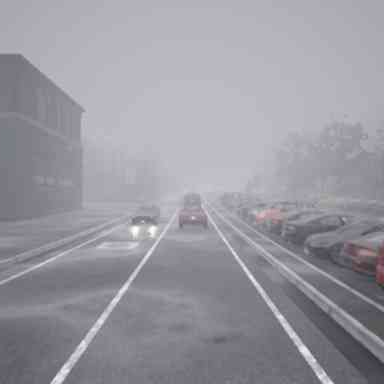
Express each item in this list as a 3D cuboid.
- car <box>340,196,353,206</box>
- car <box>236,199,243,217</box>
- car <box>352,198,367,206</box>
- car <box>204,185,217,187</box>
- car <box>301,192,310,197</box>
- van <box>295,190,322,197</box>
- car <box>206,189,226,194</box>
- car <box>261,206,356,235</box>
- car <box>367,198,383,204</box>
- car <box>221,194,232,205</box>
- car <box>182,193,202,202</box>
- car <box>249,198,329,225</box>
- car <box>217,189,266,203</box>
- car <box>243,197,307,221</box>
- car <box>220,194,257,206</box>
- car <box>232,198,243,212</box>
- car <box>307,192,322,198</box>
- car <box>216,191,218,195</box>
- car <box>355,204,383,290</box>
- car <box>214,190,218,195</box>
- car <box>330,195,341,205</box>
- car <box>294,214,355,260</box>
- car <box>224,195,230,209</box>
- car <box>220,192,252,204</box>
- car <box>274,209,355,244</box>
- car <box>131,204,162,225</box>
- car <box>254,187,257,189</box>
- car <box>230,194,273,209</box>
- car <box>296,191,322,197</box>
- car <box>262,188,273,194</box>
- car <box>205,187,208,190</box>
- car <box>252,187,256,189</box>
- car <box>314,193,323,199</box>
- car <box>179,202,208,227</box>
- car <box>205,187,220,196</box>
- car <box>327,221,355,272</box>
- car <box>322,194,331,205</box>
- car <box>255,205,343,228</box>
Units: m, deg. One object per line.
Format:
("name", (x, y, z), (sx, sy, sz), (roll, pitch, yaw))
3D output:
("car", (19.642, 1.470, 36.773), (5.008, 1.535, 2.097), (0, 1, 0))
("car", (6.542, 1.636, 28.312), (4.792, 1.488, 2.163), (0, 1, 0))
("car", (19.624, 1.523, 33.983), (5.008, 1.535, 2.097), (0, 1, 0))
("car", (6.657, -0.283, 91.517), (5.566, 2.045, 2.435), (0, 3, 0))
("car", (19.741, 1.094, 50.714), (4.674, 1.452, 2.002), (0, 2, 0))
("van", (19.646, 0.615, 56.159), (4.442, 1.987, 1.878), (-1, 2, 0))
("car", (6.830, -0.165, 94.301), (5.366, 1.575, 1.946), (0, 3, 0))
("car", (6.434, 1.659, 17.167), (5.008, 1.535, 2.097), (0, 0, 0))
("car", (19.605, 1.570, 31.066), (4.892, 1.521, 2.231), (0, 1, 0))
("car", (6.597, 1.344, 42.245), (4.892, 1.521, 2.231), (0, 2, 0))
("car", (0.023, 1.127, 40.634), (2.150, 2.045, 5.566), (0, 1, -1))
("car", (6.508, 1.525, 22.743), (4.553, 1.767, 2.185), (0, 0, 0))
("car", (6.649, 1.008, 45.025), (5.566, 2.045, 2.435), (0, 2, 0))
("car", (6.526, 1.508, 25.523), (4.553, 1.767, 2.185), (0, 0, 0))
("car", (6.634, 1.166, 47.826), (5.008, 1.535, 2.097), (0, 2, 0))
("car", (6.501, 1.602, 31.100), (4.792, 1.488, 2.163), (0, 1, 0))
("car", (19.748, 1.191, 47.803), (4.792, 1.488, 2.163), (0, 2, 0))
("car", (6.704, 0.984, 53.388), (4.792, 1.488, 2.163), (0, 2, 0))
("car", (6.396, 1.333, 6.025), (5.566, 2.045, 2.435), (0, -1, 0))
("car", (6.664, 0.874, 56.170), (4.792, 1.488, 2.163), (0, 2, 0))
("car", (19.636, 1.439, 39.564), (4.792, 1.488, 2.163), (0, 2, 0))
("car", (6.375, 1.665, 11.591), (4.792, 1.488, 2.163), (0, 0, 0))
("car", (6.556, 1.446, 39.468), (4.792, 1.488, 2.163), (0, 1, 0))
("car", (6.688, 0.938, 50.598), (4.553, 1.767, 2.185), (0, 2, 0))
("car", (6.417, 1.652, 14.378), (5.008, 1.535, 2.097), (0, 0, 0))
("car", (-3.375, 1.631, 25.567), (2.033, 1.411, 5.357), (0, 0, 0))
("car", (19.664, 0.126, 88.677), (4.792, 1.488, 2.163), (0, 3, 0))
("car", (6.517, 1.403, 33.884), (4.553, 1.767, 2.185), (0, 1, 0))
("car", (19.758, 0.984, 53.497), (4.674, 1.452, 2.002), (0, 2, 0))
("car", (19.657, 0.351, 83.264), (5.008, 1.535, 2.097), (0, 3, 0))
("car", (6.619, 0.098, 88.756), (5.008, 1.535, 2.097), (0, 3, 0))
("car", (19.706, 0.006, 91.444), (4.674, 1.452, 2.002), (0, 3, 0))
("car", (19.886, 1.252, 45.011), (5.366, 1.575, 1.946), (0, 2, 0))
("car", (0.068, 1.658, 23.800), (1.994, 1.385, 4.181), (0, 0, 0))
("car", (6.568, 0.259, 85.984), (4.792, 1.488, 2.163), (0, 3, 0))
("car", (6.384, 1.652, 8.805), (4.674, 1.452, 2.002), (0, -1, 0))
("car", (19.868, 1.336, 42.217), (5.366, 1.575, 1.946), (0, 2, 0))
("car", (6.461, 1.699, 19.956), (4.674, 1.452, 2.002), (0, 0, 0))
